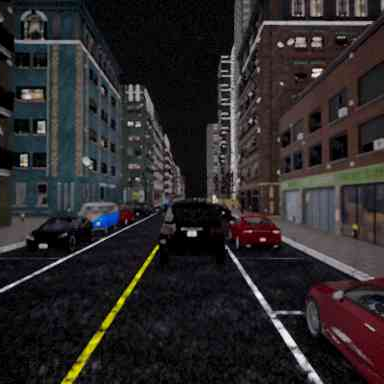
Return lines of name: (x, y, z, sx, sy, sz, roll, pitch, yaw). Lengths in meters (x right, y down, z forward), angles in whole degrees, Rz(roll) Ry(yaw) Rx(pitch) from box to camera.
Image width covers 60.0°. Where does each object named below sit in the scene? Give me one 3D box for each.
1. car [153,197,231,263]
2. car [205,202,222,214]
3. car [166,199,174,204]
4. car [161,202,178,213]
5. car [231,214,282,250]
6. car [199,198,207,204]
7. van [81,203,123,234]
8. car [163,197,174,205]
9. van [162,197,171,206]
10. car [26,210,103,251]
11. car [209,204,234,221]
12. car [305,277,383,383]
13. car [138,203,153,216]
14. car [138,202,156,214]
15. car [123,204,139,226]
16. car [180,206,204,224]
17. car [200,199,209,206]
car: (0.012, 1.353, 12.597, 2.150, 2.045, 5.566, 0, 0, 0)
car: (2.704, 2.001, 42.497, 1.947, 1.339, 4.313, 0, -1, 0)
car: (-5.671, 2.450, 85.958, 1.887, 1.381, 4.507, 0, -1, 0)
car: (-3.015, 2.033, 45.593, 1.994, 1.385, 4.181, 0, -1, 0)
car: (2.700, 1.696, 14.880, 1.887, 1.381, 4.507, 0, -1, 0)
car: (2.710, 2.344, 85.957, 1.967, 1.590, 4.097, 0, -1, 0)
van: (-5.679, 1.550, 20.420, 1.690, 1.788, 3.998, 0, -1, 0)
car: (-5.670, 2.159, 80.432, 2.192, 1.841, 5.009, 0, -1, 0)
van: (-5.671, 2.125, 74.905, 1.690, 1.788, 3.998, 0, -1, 0)
car: (-5.681, 1.718, 14.894, 1.947, 1.339, 4.313, 0, -1, 0)
car: (2.702, 1.887, 31.450, 1.947, 1.339, 4.313, 0, -1, 0)
car: (2.698, 1.622, 3.834, 1.802, 1.307, 4.206, 0, -1, 0)
car: (-5.678, 1.945, 36.986, 1.947, 1.339, 4.313, 0, -1, 0)
car: (-5.677, 2.018, 42.509, 1.802, 1.307, 4.206, 0, -1, 0)
car: (-5.679, 1.810, 25.941, 1.887, 1.381, 4.507, 0, -1, 0)
car: (0.022, 1.889, 28.267, 1.895, 1.301, 4.718, 0, -1, 0)
car: (2.708, 2.365, 74.900, 1.802, 1.307, 4.206, 0, -1, 0)
